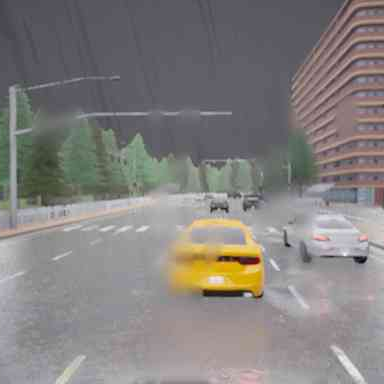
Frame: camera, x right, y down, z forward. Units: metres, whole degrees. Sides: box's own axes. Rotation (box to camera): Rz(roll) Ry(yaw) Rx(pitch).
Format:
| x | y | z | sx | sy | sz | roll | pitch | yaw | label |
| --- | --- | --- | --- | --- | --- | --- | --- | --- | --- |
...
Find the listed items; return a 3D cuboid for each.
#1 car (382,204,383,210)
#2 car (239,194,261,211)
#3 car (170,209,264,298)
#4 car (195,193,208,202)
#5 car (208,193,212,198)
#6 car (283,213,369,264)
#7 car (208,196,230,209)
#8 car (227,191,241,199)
| x | y | z | sx | sy | sz | roll | pitch | yaw | label |
| --- | --- | --- | --- | --- | --- | --- | --- | --- | --- |
| 22.451 | 1.347 | 34.511 | 4.892 | 1.490 | 1.837 | 0 | 0 | 5 | car |
| 6.551 | 1.322 | 36.963 | 1.837 | 1.490 | 4.892 | 0 | 0 | 5 | car |
| 0.657 | 1.427 | 8.486 | 1.882 | 1.535 | 5.008 | 0 | 0 | 5 | car |
| 1.536 | 1.156 | 63.123 | 1.812 | 1.442 | 4.674 | 0 | 0 | 5 | car |
| 3.664 | 1.064 | 78.509 | 1.812 | 1.442 | 4.674 | 0 | 0 | 13 | car |
| 4.436 | 1.456 | 11.519 | 1.812 | 1.442 | 4.674 | 0 | 0 | 5 | car |
| 2.925 | 1.418 | 35.559 | 1.895 | 1.301 | 4.718 | 0 | 0 | 5 | car |
| 11.122 | 0.713 | 86.959 | 2.150 | 2.045 | 5.566 | 0 | 0 | 31 | car |
